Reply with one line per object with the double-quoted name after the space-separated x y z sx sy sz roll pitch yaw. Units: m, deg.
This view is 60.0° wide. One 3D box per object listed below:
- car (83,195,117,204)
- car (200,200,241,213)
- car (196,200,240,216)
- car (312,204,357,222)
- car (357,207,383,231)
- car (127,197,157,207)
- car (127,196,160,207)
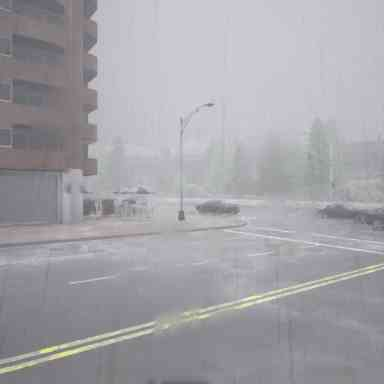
-16.062 1.492 59.469 5.357 1.411 2.033 0 0 17 "car"
3.098 1.545 37.150 1.895 1.301 4.718 0 0 -36 "car"
2.438 1.545 32.008 1.895 1.301 4.718 0 0 -34 "car"
11.630 1.562 25.086 1.895 1.301 4.718 0 1 -35 "car"
12.134 1.484 18.285 1.837 1.490 4.892 0 0 -35 "car"
-7.187 1.436 44.918 2.128 1.511 4.902 0 0 -43 "car"
-7.344 1.437 50.106 4.902 1.511 2.128 0 0 40 "car"
